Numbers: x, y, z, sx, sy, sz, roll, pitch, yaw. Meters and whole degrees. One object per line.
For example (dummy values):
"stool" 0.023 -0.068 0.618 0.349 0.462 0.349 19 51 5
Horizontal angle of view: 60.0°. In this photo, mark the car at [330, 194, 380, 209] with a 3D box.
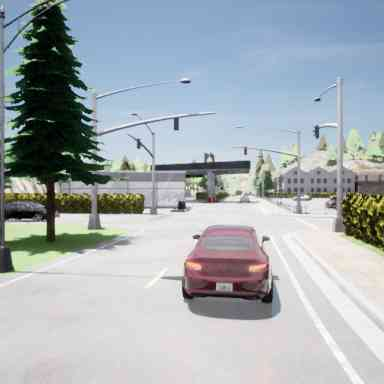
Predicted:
"car" 19.053 1.338 38.882 4.514 1.523 2.007 0 0 9

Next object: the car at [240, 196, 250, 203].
"car" 10.796 1.523 68.022 1.812 1.442 4.674 0 0 10

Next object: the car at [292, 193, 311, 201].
"car" 25.973 1.074 79.012 3.866 1.878 1.905 0 0 9

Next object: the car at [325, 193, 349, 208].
"car" 19.495 1.329 41.988 5.027 1.636 2.152 0 0 9

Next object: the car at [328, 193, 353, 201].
"car" 33.225 1.095 74.526 4.605 1.855 1.932 0 0 9

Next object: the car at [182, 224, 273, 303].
"car" 0.932 1.525 8.188 1.812 1.442 4.674 0 0 9

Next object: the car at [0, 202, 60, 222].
"car" -12.663 1.490 25.648 4.902 1.511 2.128 0 0 9

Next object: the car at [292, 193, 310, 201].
"car" 24.846 1.358 75.825 3.806 1.475 1.970 0 0 9
